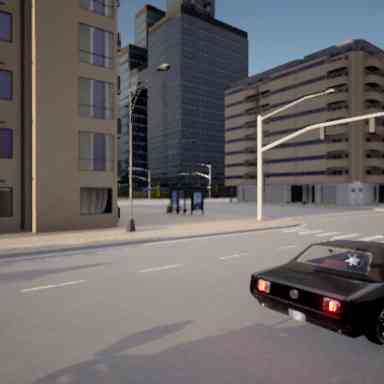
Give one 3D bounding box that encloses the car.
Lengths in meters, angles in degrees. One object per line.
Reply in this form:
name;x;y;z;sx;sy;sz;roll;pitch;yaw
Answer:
car;3.384;1.588;6.390;4.718;1.301;1.895;0;0;-37
